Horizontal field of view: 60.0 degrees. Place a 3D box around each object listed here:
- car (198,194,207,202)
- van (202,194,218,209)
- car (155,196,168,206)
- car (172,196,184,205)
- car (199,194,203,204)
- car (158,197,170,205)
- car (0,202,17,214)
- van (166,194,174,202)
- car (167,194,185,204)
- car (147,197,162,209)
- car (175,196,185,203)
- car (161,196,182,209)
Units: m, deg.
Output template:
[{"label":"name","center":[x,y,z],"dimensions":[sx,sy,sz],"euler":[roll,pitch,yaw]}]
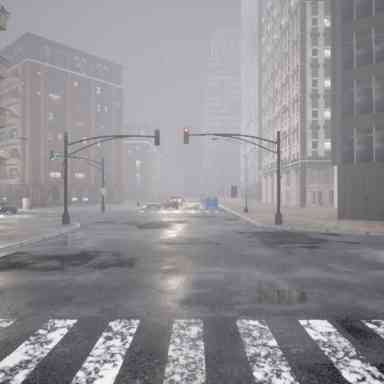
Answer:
[{"label":"car","center":[2.739,1.467,84.850],"dimensions":[2.192,1.841,5.009],"euler":[0,0,0]},{"label":"van","center":[2.663,1.386,45.982],"dimensions":[1.690,1.788,3.998],"euler":[0,0,0]},{"label":"car","center":[-5.196,1.510,57.103],"dimensions":[1.967,1.590,4.097],"euler":[0,0,0]},{"label":"car","center":[-2.667,1.579,64.116],"dimensions":[2.128,1.511,4.902],"euler":[0,0,1]},{"label":"car","center":[2.707,1.644,68.191],"dimensions":[1.887,1.381,4.507],"euler":[0,0,0]},{"label":"car","center":[-5.185,1.650,62.655],"dimensions":[1.947,1.339,4.313],"euler":[0,0,0]},{"label":"car","center":[-21.071,1.789,36.702],"dimensions":[4.718,1.301,1.895],"euler":[-1,-1,41]},{"label":"van","center":[-5.150,1.474,79.311],"dimensions":[1.690,1.788,3.998],"euler":[0,0,0]},{"label":"car","center":[-2.708,1.416,55.012],"dimensions":[2.097,1.767,4.553],"euler":[0,0,1]},{"label":"car","center":[-5.219,1.570,45.828],"dimensions":[1.752,1.417,4.829],"euler":[0,0,0]},{"label":"car","center":[-2.599,1.669,73.975],"dimensions":[1.994,1.385,4.181],"euler":[0,0,0]},{"label":"car","center":[-2.737,1.644,45.127],"dimensions":[1.895,1.301,4.718],"euler":[0,0,0]}]
